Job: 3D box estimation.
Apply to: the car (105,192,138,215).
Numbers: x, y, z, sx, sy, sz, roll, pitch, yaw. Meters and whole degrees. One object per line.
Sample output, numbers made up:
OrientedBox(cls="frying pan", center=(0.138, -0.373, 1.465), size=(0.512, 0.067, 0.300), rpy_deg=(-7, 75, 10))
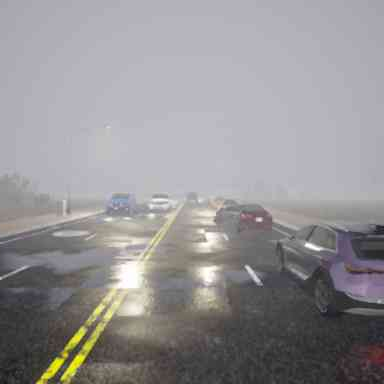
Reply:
OrientedBox(cls="car", center=(-6.588, 1.072, 31.633), size=(2.150, 2.045, 5.566), rpy_deg=(0, 0, 0))

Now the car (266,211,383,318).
OrientedBox(cls="car", center=(3.252, 1.397, 7.318), size=(2.033, 1.649, 4.856), rpy_deg=(0, 0, 0))

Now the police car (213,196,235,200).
OrientedBox(cls="police car", center=(3.258, 1.367, 29.319), size=(2.038, 1.542, 4.974), rpy_deg=(0, 0, 0))

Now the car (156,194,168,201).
OrientedBox(cls="car", center=(-6.481, 1.073, 72.080), size=(2.033, 1.411, 5.357), rpy_deg=(0, 0, 0))

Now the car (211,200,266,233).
OrientedBox(cls="car", center=(2.905, 1.414, 19.068), size=(2.163, 1.488, 4.792), rpy_deg=(0, 0, -12))

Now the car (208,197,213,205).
OrientedBox(cls="car", center=(3.261, 1.261, 40.508), size=(1.801, 1.575, 5.366), rpy_deg=(0, 0, 0))

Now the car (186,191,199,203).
OrientedBox(cls="car", center=(0.016, 0.911, 61.182), size=(2.150, 2.045, 5.566), rpy_deg=(0, 0, 0))

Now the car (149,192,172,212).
OrientedBox(cls="car", center=(-3.332, 1.048, 35.993), size=(2.150, 2.045, 5.566), rpy_deg=(0, 0, 0))
